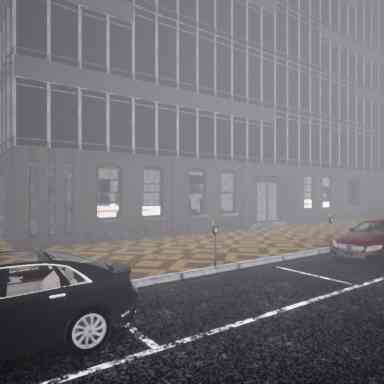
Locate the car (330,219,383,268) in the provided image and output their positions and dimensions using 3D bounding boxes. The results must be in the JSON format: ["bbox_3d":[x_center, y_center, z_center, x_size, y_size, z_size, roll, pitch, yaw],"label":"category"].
[{"bbox_3d":[6.367,1.582,11.121,4.206,1.307,1.802,0,0,-36],"label":"car"}]

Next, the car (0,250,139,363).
[{"bbox_3d":[-2.891,1.551,4.497,4.403,1.369,2.008,0,0,-36],"label":"car"}]
